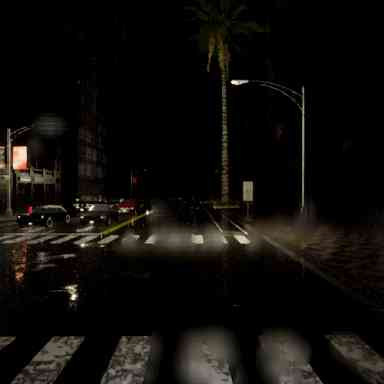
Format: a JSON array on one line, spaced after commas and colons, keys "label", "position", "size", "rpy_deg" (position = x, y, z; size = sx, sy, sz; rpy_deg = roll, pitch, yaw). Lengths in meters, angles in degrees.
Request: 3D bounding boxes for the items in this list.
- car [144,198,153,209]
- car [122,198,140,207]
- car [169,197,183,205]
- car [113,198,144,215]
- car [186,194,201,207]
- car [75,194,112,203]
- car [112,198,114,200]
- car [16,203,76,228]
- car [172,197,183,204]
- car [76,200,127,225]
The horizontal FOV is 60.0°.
[{"label": "car", "position": [-6.405, 1.527, 44.566], "size": [1.837, 1.490, 4.892], "rpy_deg": [0, 0, 0]}, {"label": "car", "position": [-9.590, 1.636, 52.283], "size": [1.895, 1.301, 4.718], "rpy_deg": [0, 0, 1]}, {"label": "car", "position": [-2.926, 1.610, 57.724], "size": [1.994, 1.385, 4.181], "rpy_deg": [0, 0, 1]}, {"label": "car", "position": [-6.453, 1.536, 34.136], "size": [1.812, 1.442, 4.674], "rpy_deg": [0, 0, 0]}, {"label": "car", "position": [0.217, 1.259, 53.431], "size": [2.150, 2.045, 5.566], "rpy_deg": [0, 0, 0]}, {"label": "car", "position": [-9.715, 1.231, 32.133], "size": [2.150, 2.045, 5.566], "rpy_deg": [0, 0, 0]}, {"label": "car", "position": [-9.668, 1.510, 42.154], "size": [2.128, 1.511, 4.902], "rpy_deg": [0, 0, 1]}, {"label": "car", "position": [-9.771, 1.605, 22.376], "size": [1.895, 1.301, 4.718], "rpy_deg": [0, 0, 1]}, {"label": "car", "position": [-2.886, 1.633, 67.682], "size": [1.994, 1.385, 4.181], "rpy_deg": [0, 0, 0]}, {"label": "car", "position": [-6.500, 1.553, 24.179], "size": [2.033, 1.411, 5.357], "rpy_deg": [0, 0, 0]}]
